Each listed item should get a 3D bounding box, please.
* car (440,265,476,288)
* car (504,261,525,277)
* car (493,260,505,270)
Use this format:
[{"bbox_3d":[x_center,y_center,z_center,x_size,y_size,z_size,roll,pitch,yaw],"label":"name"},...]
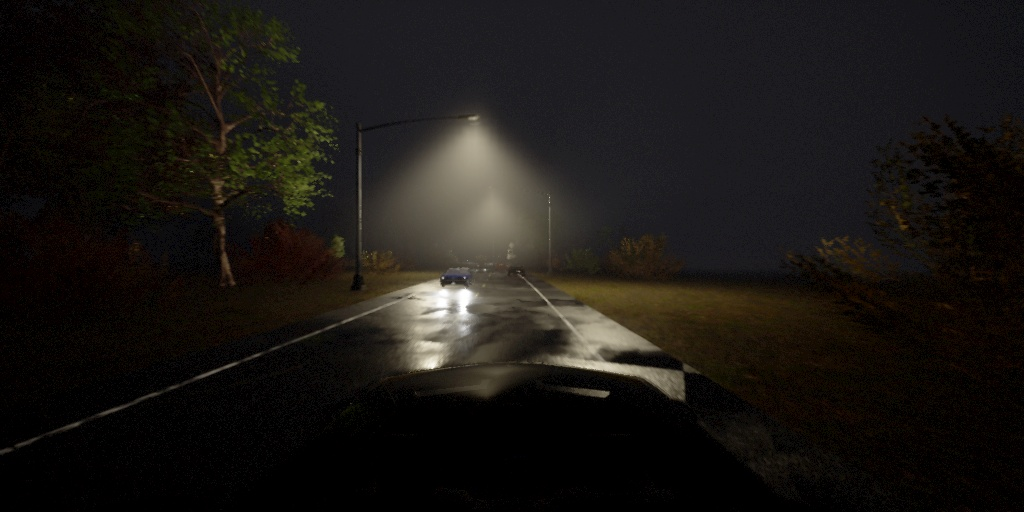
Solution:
[{"bbox_3d":[-3.905,1.527,25.878,1.895,1.301,4.718,0,0,-1],"label":"car"},{"bbox_3d":[0.431,1.490,40.688,1.882,1.535,5.008,0,0,-2],"label":"car"},{"bbox_3d":[-1.807,1.493,60.569,2.097,1.767,4.553,0,0,-4],"label":"car"}]
